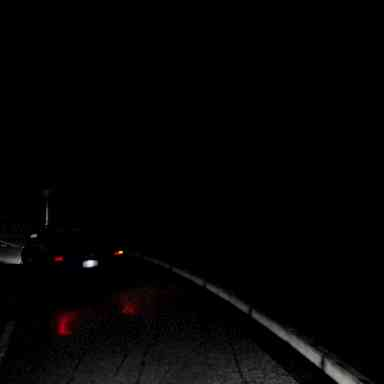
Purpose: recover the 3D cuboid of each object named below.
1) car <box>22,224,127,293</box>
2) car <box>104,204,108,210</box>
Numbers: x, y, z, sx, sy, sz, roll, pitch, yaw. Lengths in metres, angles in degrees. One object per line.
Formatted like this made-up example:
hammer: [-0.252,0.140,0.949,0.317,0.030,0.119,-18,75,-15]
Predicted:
car: [-3.325,1.571,9.115,1.994,1.385,4.181,0,0,-32]
car: [-9.352,1.579,43.708,2.128,1.511,4.902,-1,0,33]
